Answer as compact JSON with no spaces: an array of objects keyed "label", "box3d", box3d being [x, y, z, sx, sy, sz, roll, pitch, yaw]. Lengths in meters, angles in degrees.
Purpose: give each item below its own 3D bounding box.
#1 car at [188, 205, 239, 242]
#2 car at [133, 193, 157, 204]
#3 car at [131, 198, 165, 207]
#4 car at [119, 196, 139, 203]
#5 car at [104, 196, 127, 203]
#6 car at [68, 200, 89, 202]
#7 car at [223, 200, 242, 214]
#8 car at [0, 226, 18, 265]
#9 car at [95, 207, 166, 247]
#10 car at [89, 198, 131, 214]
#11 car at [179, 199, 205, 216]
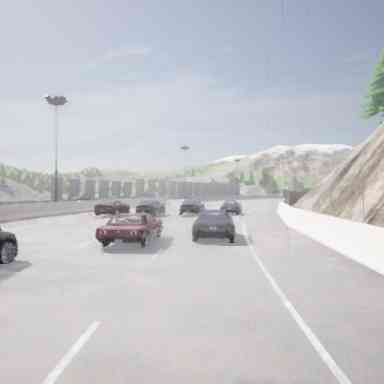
[{"label":"car","box3d":[1.127,1.557,16.594,1.994,1.385,4.181,0,0,6]},{"label":"car","box3d":[-9.069,1.165,64.251,2.150,2.045,5.566,0,0,21]},{"label":"car","box3d":[-3.785,1.478,31.010,1.837,1.490,4.892,0,0,11]},{"label":"car","box3d":[-12.296,1.485,65.629,1.994,1.385,4.181,0,0,21]},{"label":"car","box3d":[-15.389,1.454,67.339,2.033,1.411,5.357,0,0,21]},{"label":"car","box3d":[-20.972,1.392,62.210,1.882,1.535,5.008,0,0,19]},{"label":"car","box3d":[4.098,1.554,34.549,1.994,1.385,4.181,0,0,12]},{"label":"car","box3d":[-6.557,1.471,8.716,2.128,1.511,4.902,0,0,3]},{"label":"car","box3d":[-2.584,1.586,14.911,1.895,1.301,4.718,0,0,5]},{"label":"car","box3d":[-7.331,1.442,31.074,1.882,1.535,5.008,0,0,10]},{"label":"car","box3d":[0.077,1.487,32.515,1.837,1.490,4.892,0,0,11]}]
